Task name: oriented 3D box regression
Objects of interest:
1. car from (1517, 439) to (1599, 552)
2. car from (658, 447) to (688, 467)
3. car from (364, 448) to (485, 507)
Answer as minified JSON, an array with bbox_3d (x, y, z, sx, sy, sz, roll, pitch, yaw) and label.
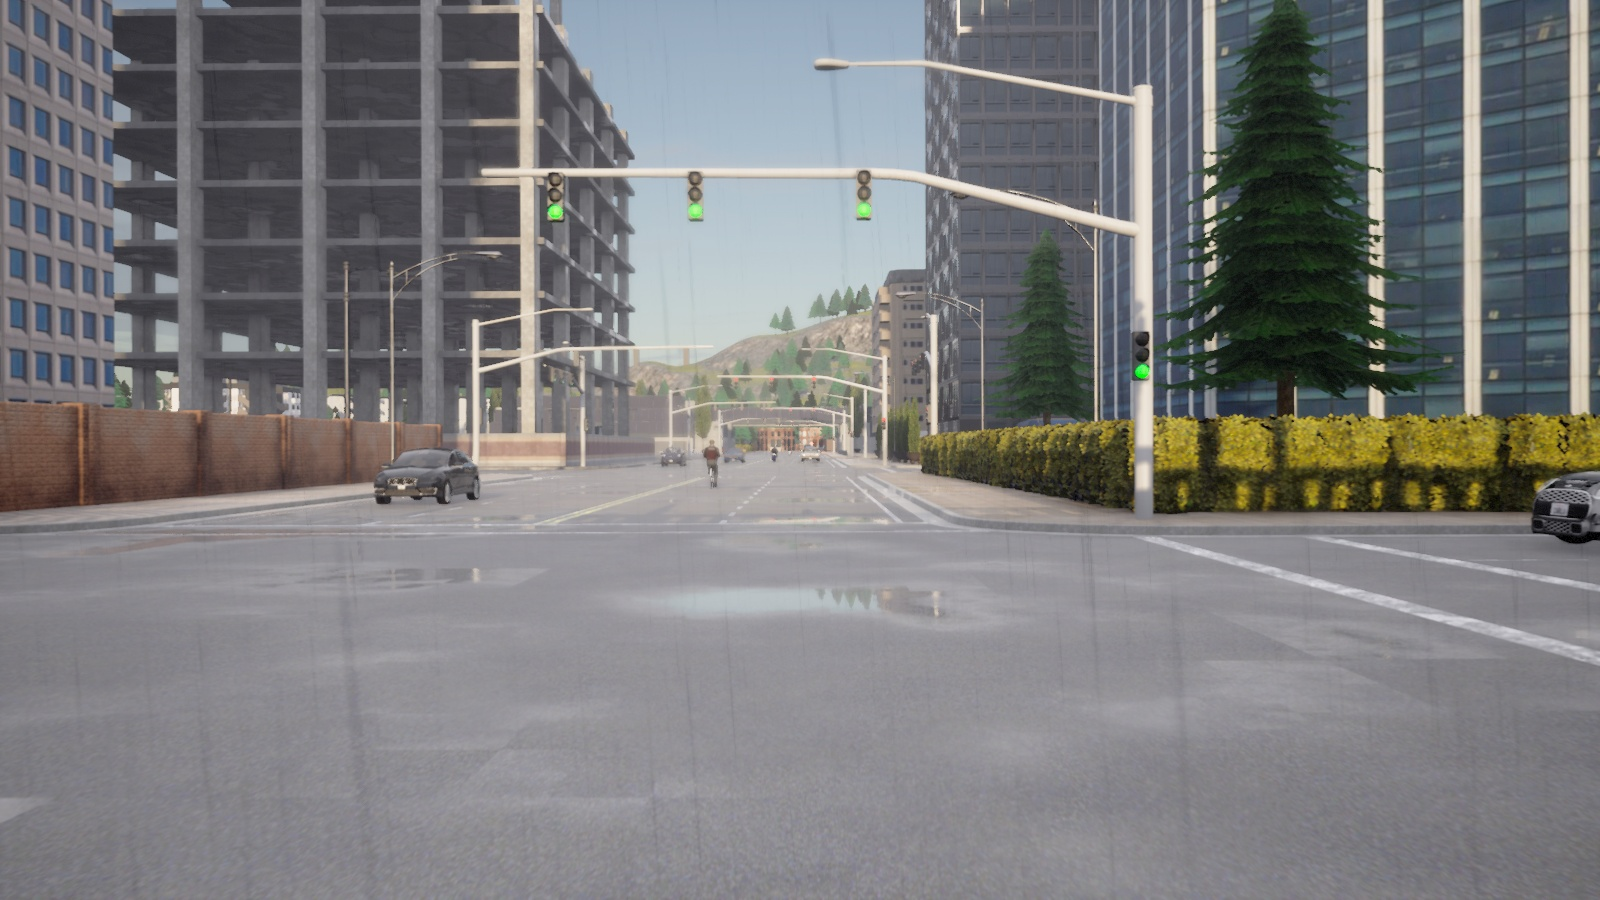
[{"bbox_3d":[12.274,0.581,17.181,3.806,1.475,1.970,0,0,1],"label":"car"},{"bbox_3d":[-9.719,0.536,96.240,1.845,1.501,3.633,0,0,0],"label":"car"},{"bbox_3d":[-10.208,0.691,34.534,1.837,1.490,4.892,0,0,0],"label":"car"}]
